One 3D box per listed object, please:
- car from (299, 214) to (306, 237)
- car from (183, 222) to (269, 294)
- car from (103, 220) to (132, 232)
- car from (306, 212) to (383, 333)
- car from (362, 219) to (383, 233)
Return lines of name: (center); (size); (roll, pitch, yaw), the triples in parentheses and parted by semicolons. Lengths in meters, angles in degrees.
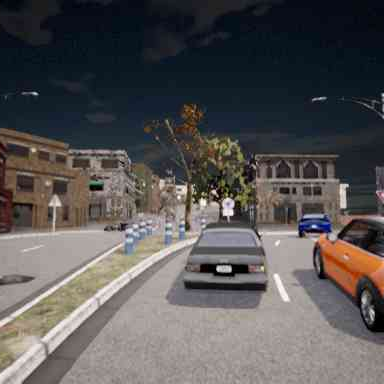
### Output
car: (8.138, 2.141, 21.954); (1.882, 1.535, 5.008); (-3, -6, 21)
car: (1.013, 1.507, 8.889); (2.033, 1.411, 5.357); (-1, 0, 9)
car: (-8.368, 3.911, 37.984); (1.994, 1.385, 4.181); (-2, -6, 18)
car: (3.984, 1.284, 6.758); (2.097, 1.767, 4.553); (-1, 1, 7)
car: (22.167, 3.888, 37.582); (4.902, 1.511, 2.128); (2, -6, -8)
